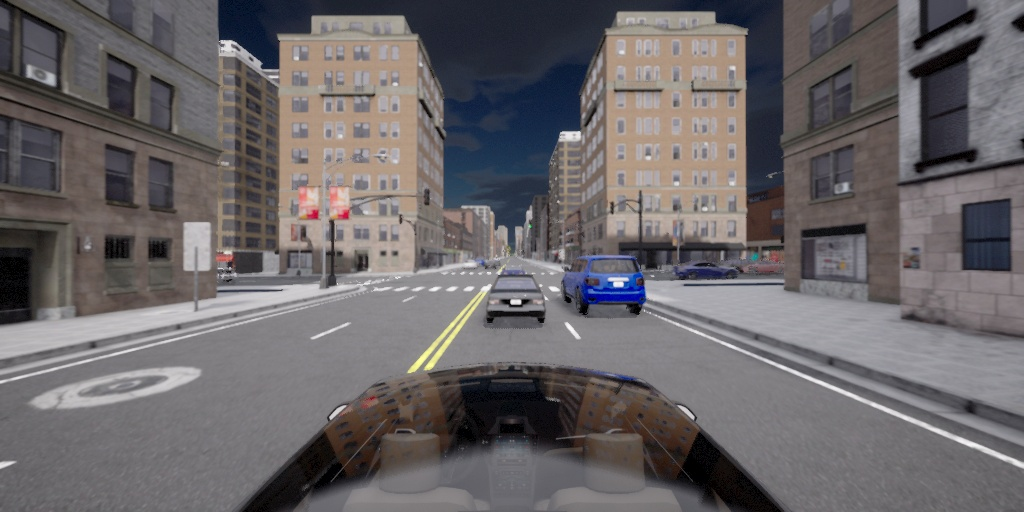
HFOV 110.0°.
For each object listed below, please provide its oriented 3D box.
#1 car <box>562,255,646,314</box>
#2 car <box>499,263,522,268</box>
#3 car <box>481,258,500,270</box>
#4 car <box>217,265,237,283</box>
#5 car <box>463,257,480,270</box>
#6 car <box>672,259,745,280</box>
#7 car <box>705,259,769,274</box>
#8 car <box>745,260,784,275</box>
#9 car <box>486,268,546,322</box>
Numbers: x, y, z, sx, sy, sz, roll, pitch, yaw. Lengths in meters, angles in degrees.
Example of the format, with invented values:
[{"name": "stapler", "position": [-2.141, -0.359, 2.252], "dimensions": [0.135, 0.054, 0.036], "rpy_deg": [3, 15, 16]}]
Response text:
[{"name": "car", "position": [3.358, 0.997, 14.074], "dimensions": [2.150, 2.045, 5.566], "rpy_deg": [0, 0, -1]}, {"name": "car", "position": [0.094, 1.409, 30.517], "dimensions": [1.895, 1.301, 4.718], "rpy_deg": [0, 0, 0]}, {"name": "car", "position": [-3.334, 1.349, 56.626], "dimensions": [1.837, 1.490, 4.892], "rpy_deg": [0, 0, 0]}, {"name": "car", "position": [-26.980, 1.355, 30.832], "dimensions": [5.566, 2.045, 2.150], "rpy_deg": [-1, 0, 0]}, {"name": "car", "position": [-6.584, 1.369, 56.586], "dimensions": [1.812, 1.442, 4.674], "rpy_deg": [0, 0, 0]}, {"name": "car", "position": [14.760, 1.103, 27.566], "dimensions": [4.674, 1.442, 1.812], "rpy_deg": [-1, 0, 0]}, {"name": "car", "position": [23.359, 1.060, 37.392], "dimensions": [5.357, 1.411, 2.033], "rpy_deg": [-1, 0, 0]}, {"name": "car", "position": [23.508, 1.058, 34.141], "dimensions": [4.181, 1.385, 1.994], "rpy_deg": [-1, 0, 0]}, {"name": "car", "position": [0.110, 1.319, 12.390], "dimensions": [2.033, 1.411, 5.357], "rpy_deg": [0, 0, 0]}]
